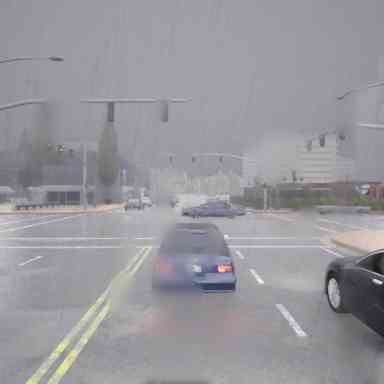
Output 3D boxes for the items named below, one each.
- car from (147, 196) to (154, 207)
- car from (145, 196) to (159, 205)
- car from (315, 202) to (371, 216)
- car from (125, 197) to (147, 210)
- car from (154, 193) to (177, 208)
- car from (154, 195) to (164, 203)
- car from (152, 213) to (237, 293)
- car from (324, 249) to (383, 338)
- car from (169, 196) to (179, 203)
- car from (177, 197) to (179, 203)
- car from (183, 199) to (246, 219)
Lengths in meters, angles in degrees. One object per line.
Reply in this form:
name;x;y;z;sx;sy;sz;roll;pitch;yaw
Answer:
car;-7.241;1.526;51.012;1.812;1.442;4.674;0;0;0
car;-7.245;1.504;60.576;1.837;1.490;4.892;0;0;0
car;14.355;1.601;31.910;4.718;1.301;1.895;0;0;1
car;-7.221;1.526;42.056;1.812;1.442;4.674;0;0;0
car;-3.726;1.221;48.351;2.150;2.045;5.566;0;0;0
car;-7.211;1.500;72.713;1.837;1.490;4.892;0;0;0
car;0.056;1.547;8.993;2.033;1.411;5.357;0;0;0
car;3.548;1.505;4.746;1.837;1.490;4.892;0;0;0
car;-3.708;1.505;68.259;1.837;1.490;4.892;0;0;0
car;-3.748;1.526;58.108;1.812;1.442;4.674;0;0;0
car;1.812;1.548;28.127;5.357;1.411;2.033;0;0;0
